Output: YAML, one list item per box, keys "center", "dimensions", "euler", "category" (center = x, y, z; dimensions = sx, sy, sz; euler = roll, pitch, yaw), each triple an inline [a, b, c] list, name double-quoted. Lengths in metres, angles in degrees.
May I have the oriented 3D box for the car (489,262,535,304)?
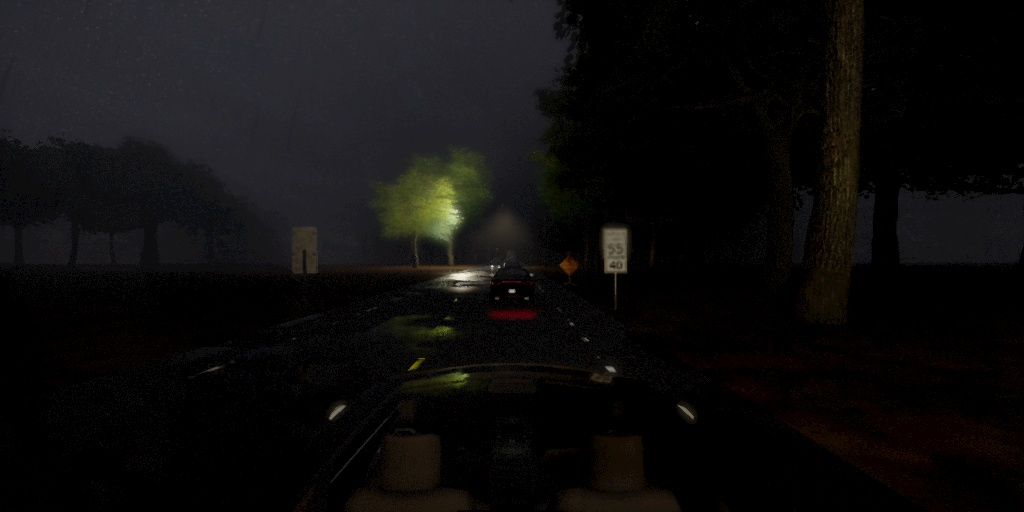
- center: [0.000, 1.233, 16.501]
  dimensions: [1.882, 1.535, 5.008]
  euler: [0, 0, 0]
  category: "car"

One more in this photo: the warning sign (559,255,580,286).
- center: [3.550, 0.862, 22.222]
  dimensions: [1.300, 1.860, 1.060]
  euler: [0, 0, 0]
  category: "warning sign"

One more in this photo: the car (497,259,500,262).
- center: [0.000, 1.243, 31.501]
  dimensions: [2.128, 1.511, 4.902]
  euler: [0, 0, 0]
  category: "car"
